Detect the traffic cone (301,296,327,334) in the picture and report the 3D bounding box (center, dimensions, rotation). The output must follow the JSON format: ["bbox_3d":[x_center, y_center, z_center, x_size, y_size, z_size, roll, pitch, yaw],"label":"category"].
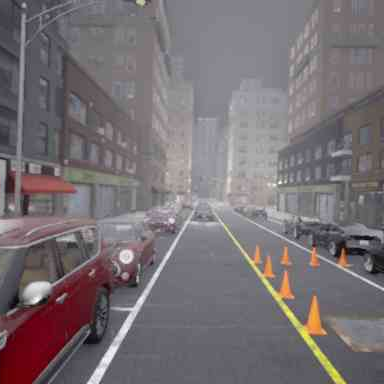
[{"bbox_3d":[2.123,2.101,5.771,0.340,0.580,0.340,2,-1,2],"label":"traffic cone"}]

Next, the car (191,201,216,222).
[{"bbox_3d":[1.106,1.925,31.363,1.837,1.490,4.892,2,-1,2],"label":"car"}]

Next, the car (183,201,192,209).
[{"bbox_3d":[-0.775,2.162,53.932,1.887,1.381,4.507,1,-1,2],"label":"car"}]

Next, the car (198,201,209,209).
[{"bbox_3d":[2.140,2.373,61.751,1.994,1.385,4.181,2,-1,2],"label":"car"}]

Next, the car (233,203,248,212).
[{"bbox_3d":[7.760,2.492,53.665,1.802,1.307,4.206,1,-1,2],"label":"car"}]

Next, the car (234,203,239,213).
[{"bbox_3d":[7.586,2.406,48.082,1.947,1.339,4.313,1,-1,2],"label":"car"}]

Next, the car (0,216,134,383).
[{"bbox_3d":[-2.323,1.281,3.691,2.192,1.841,5.009,1,-1,2],"label":"car"}]

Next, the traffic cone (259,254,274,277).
[{"bbox_3d":[2.246,2.154,9.769,0.340,0.580,0.340,2,-1,2],"label":"traffic cone"}]

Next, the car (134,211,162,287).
[{"bbox_3d":[-2.154,1.480,9.272,1.967,1.590,4.097,1,-1,2],"label":"car"}]

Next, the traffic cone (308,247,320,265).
[{"bbox_3d":[4.306,2.249,11.705,0.340,0.580,0.340,2,-1,2],"label":"traffic cone"}]

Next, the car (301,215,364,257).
[{"bbox_3d":[6.543,1.972,14.586,1.947,1.339,4.313,1,-1,2],"label":"car"}]

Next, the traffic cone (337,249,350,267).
[{"bbox_3d":[5.304,2.284,11.674,0.340,0.580,0.340,2,-1,2],"label":"traffic cone"}]

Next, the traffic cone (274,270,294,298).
[{"bbox_3d":[2.184,2.128,7.770,0.340,0.580,0.340,2,-1,2],"label":"traffic cone"}]

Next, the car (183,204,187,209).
[{"bbox_3d":[-1.639,1.843,26.018,1.802,1.307,4.206,1,-1,2],"label":"car"}]

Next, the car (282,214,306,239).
[{"bbox_3d":[6.717,2.031,20.169,2.008,1.369,4.403,1,-1,2],"label":"car"}]

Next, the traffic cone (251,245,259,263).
[{"bbox_3d":[2.308,2.181,11.768,0.340,0.580,0.340,2,-1,2],"label":"traffic cone"}]

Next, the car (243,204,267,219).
[{"bbox_3d":[7.239,2.249,36.917,2.008,1.369,4.403,1,-1,2],"label":"car"}]

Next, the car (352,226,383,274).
[{"bbox_3d":[6.369,1.898,9.003,1.947,1.339,4.313,1,-1,2],"label":"car"}]

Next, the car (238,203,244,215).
[{"bbox_3d":[7.419,2.297,42.670,1.752,1.417,4.829,1,-1,2],"label":"car"}]

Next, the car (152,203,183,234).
[{"bbox_3d":[-1.809,1.628,20.437,1.967,1.590,4.097,1,-1,2],"label":"car"}]

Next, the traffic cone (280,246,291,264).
[{"bbox_3d":[3.307,2.215,11.737,0.340,0.580,0.340,2,-1,2],"label":"traffic cone"}]
